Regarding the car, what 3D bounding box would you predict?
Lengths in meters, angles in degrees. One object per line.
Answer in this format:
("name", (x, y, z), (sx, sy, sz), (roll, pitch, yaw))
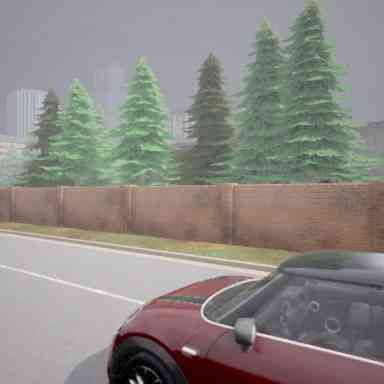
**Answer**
("car", (1.322, 1.351, 3.049), (4.553, 1.767, 2.097), (0, 0, 35))
